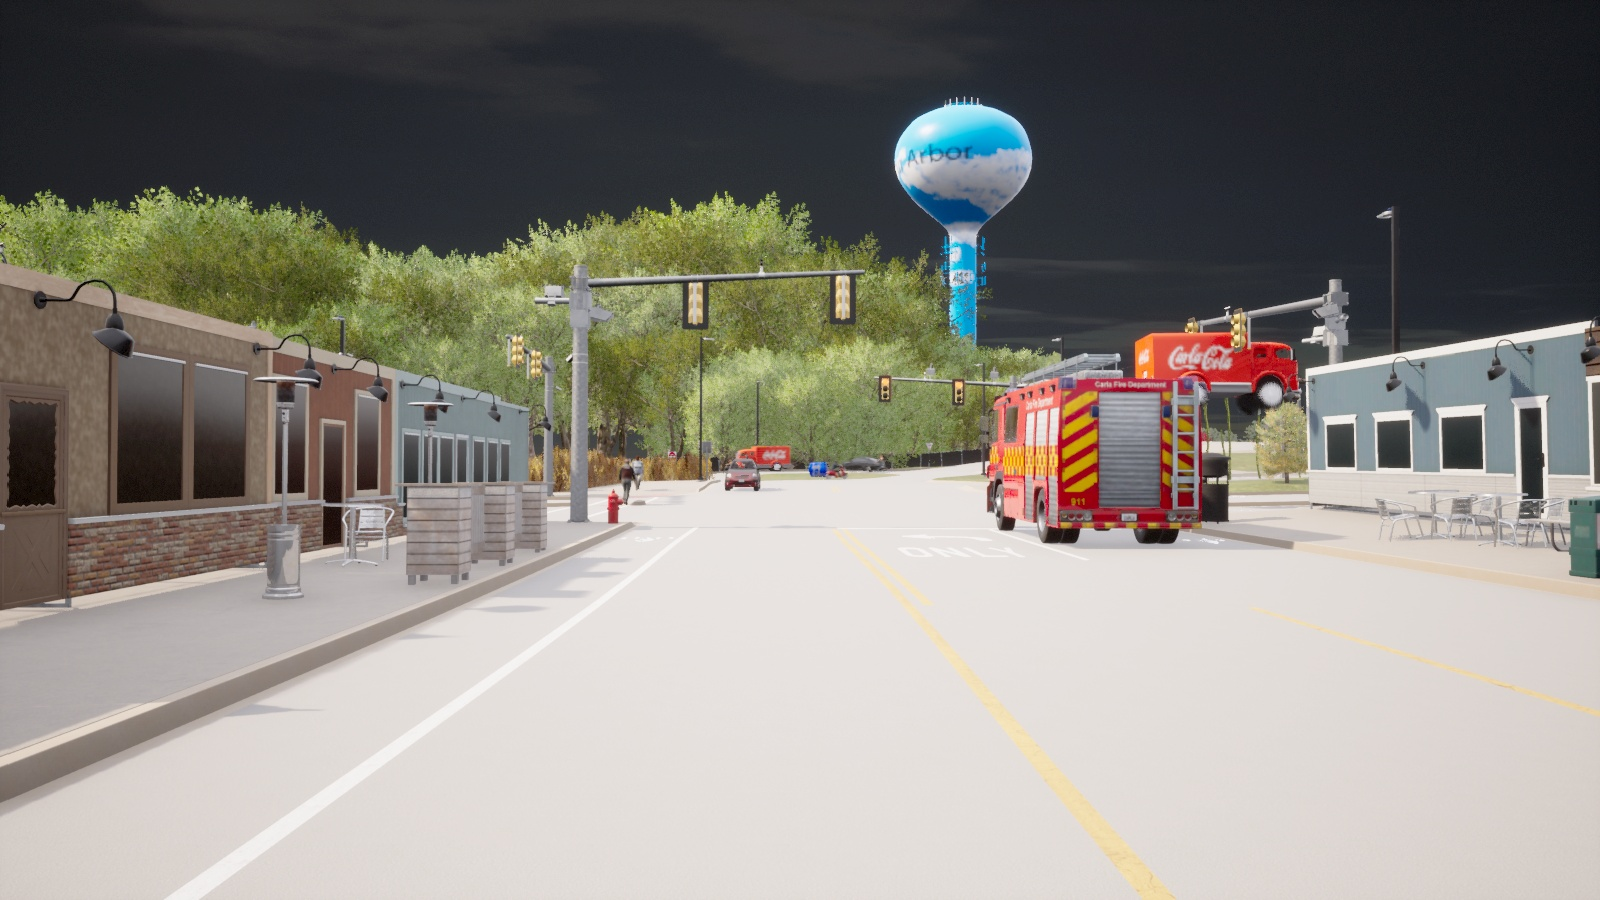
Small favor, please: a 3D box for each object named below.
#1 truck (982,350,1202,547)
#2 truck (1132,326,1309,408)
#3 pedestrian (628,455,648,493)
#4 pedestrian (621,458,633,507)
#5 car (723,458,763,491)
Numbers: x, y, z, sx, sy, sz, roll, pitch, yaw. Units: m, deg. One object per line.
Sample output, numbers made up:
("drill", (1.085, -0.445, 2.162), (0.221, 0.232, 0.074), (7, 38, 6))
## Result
("truck", (6.313, 0.008, 28.718), (2.891, 3.827, 8.468), (0, -1, -1))
("truck", (14.465, -2.840, 43.500), (5.204, 2.467, 2.627), (-1, -3, 0))
("pedestrian", (-8.134, 1.199, 63.019), (0.874, 1.855, 0.900), (0, -1, -14))
("pedestrian", (-6.691, 1.257, 48.594), (0.376, 1.854, 0.720), (0, -1, 1))
("car", (-2.920, 1.247, 64.968), (1.851, 1.617, 3.988), (0, 1, 0))
